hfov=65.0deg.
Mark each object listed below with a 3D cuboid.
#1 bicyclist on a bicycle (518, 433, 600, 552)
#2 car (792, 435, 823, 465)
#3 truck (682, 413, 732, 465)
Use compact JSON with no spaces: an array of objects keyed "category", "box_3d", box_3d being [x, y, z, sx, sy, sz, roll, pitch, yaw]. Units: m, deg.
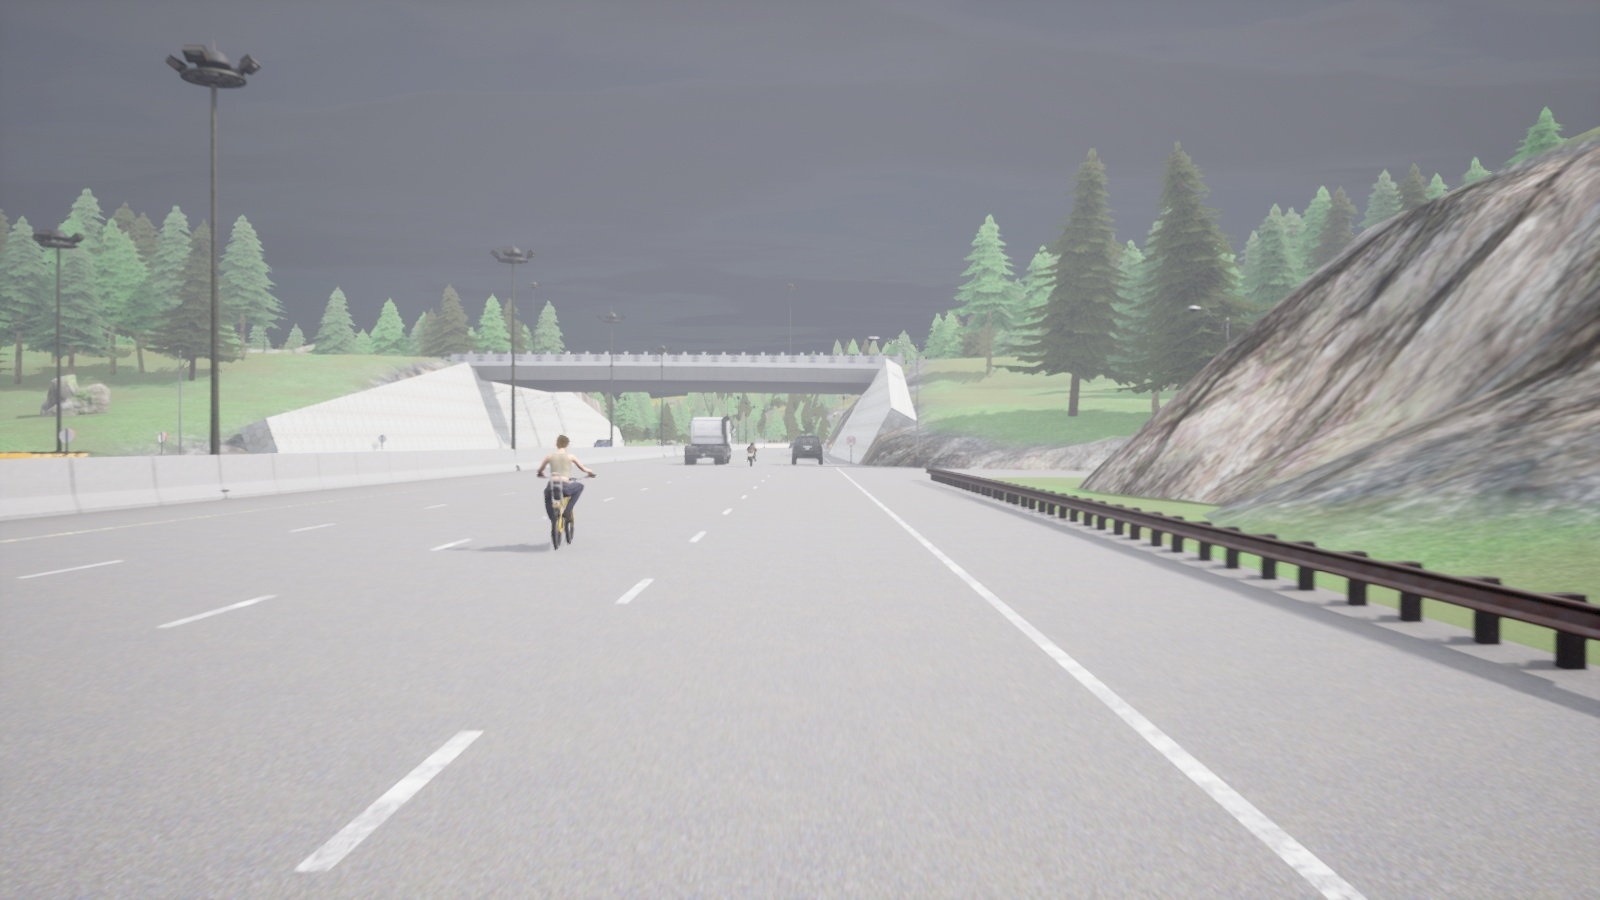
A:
[{"category":"bicyclist on a bicycle","box_3d":[-3.379,0.577,17.759,0.866,1.612,1.509,0,0,0]},{"category":"car","box_3d":[0.514,-0.045,87.923,2.150,2.045,5.566,0,1,0]},{"category":"truck","box_3d":[-6.483,-0.756,88.310,2.891,3.462,7.936,0,0,0]}]
